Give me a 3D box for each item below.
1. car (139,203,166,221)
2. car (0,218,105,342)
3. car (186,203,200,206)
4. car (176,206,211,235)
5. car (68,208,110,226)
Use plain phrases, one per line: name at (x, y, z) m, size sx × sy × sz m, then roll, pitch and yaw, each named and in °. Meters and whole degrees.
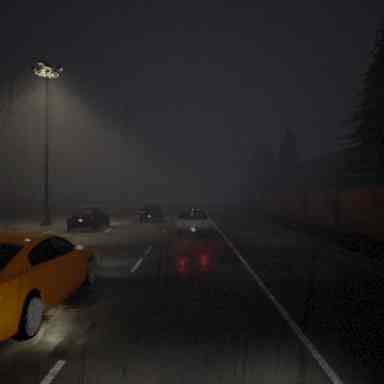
car at (-3.476, 1.747, 29.564) m, size 1.837 × 1.490 × 4.892 m, roll 0°, pitch 0°, yaw 0°
car at (-3.402, 1.533, 6.641) m, size 1.882 × 1.535 × 5.008 m, roll 0°, pitch 0°, yaw 0°
car at (0.116, 1.906, 37.265) m, size 1.895 × 1.301 × 4.718 m, roll 0°, pitch 0°, yaw 1°
car at (0.055, 1.766, 20.095) m, size 1.895 × 1.301 × 4.718 m, roll 0°, pitch 0°, yaw 0°
car at (-6.968, 1.750, 22.771) m, size 1.994 × 1.385 × 4.181 m, roll 0°, pitch 0°, yaw 0°
